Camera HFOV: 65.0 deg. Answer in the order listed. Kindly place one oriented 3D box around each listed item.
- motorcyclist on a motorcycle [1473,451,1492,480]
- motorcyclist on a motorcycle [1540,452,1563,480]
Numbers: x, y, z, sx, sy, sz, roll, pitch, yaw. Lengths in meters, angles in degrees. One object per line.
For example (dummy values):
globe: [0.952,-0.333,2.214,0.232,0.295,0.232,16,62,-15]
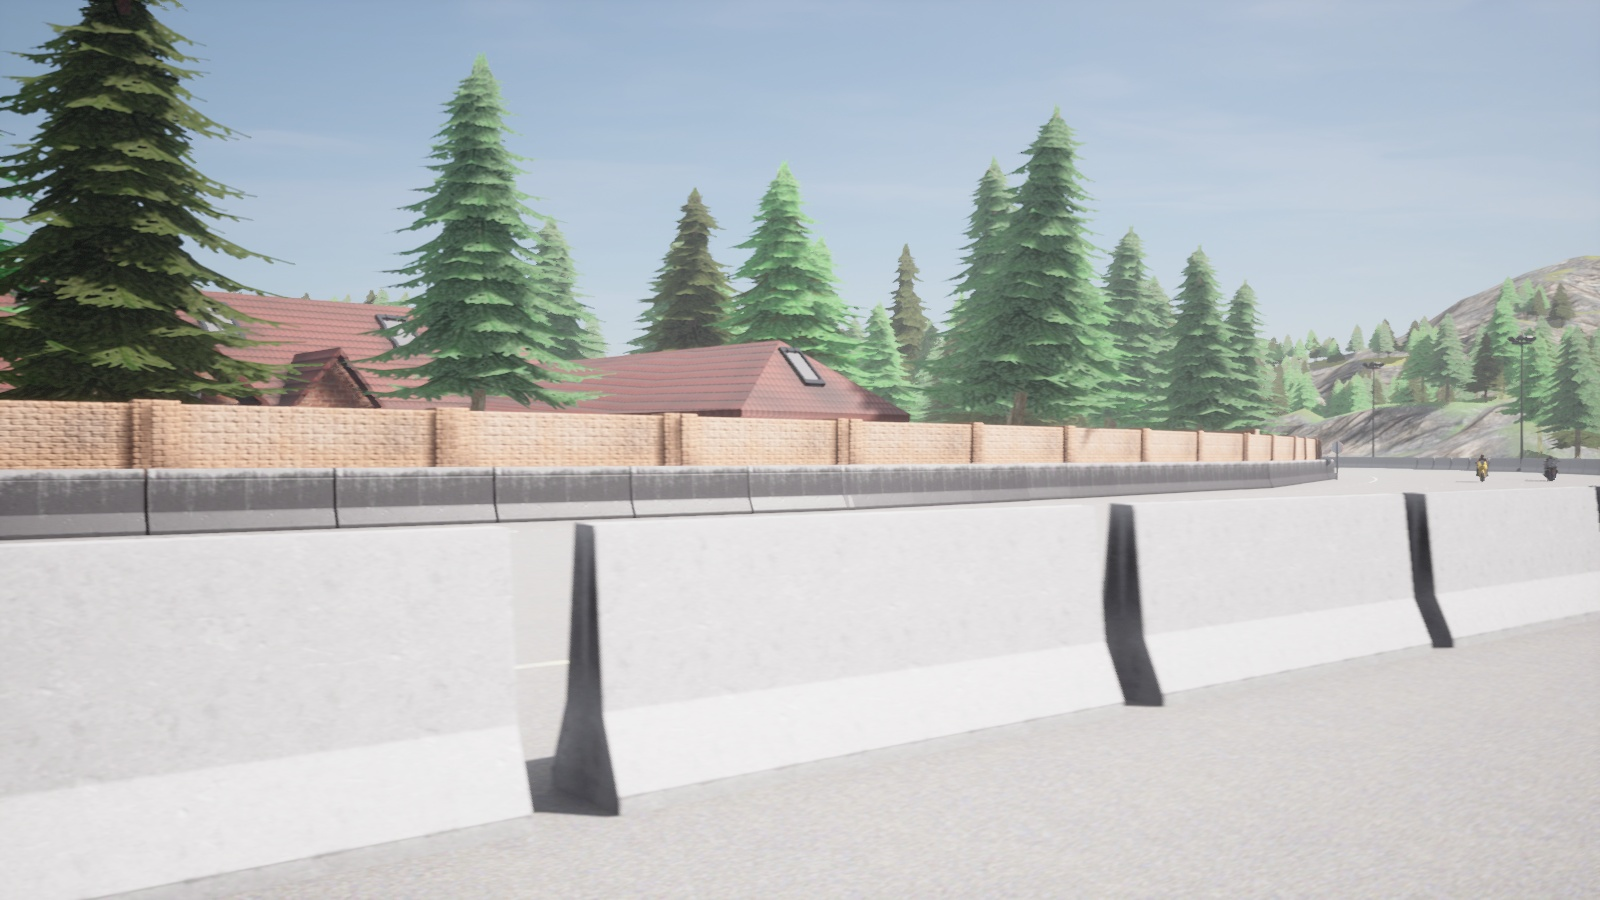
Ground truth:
motorcyclist on a motorcycle: [36.300,0.816,66.787,0.797,1.523,2.044,-1,-1,27]
motorcyclist on a motorcycle: [41.457,0.865,69.282,0.866,1.530,2.191,-1,0,26]
